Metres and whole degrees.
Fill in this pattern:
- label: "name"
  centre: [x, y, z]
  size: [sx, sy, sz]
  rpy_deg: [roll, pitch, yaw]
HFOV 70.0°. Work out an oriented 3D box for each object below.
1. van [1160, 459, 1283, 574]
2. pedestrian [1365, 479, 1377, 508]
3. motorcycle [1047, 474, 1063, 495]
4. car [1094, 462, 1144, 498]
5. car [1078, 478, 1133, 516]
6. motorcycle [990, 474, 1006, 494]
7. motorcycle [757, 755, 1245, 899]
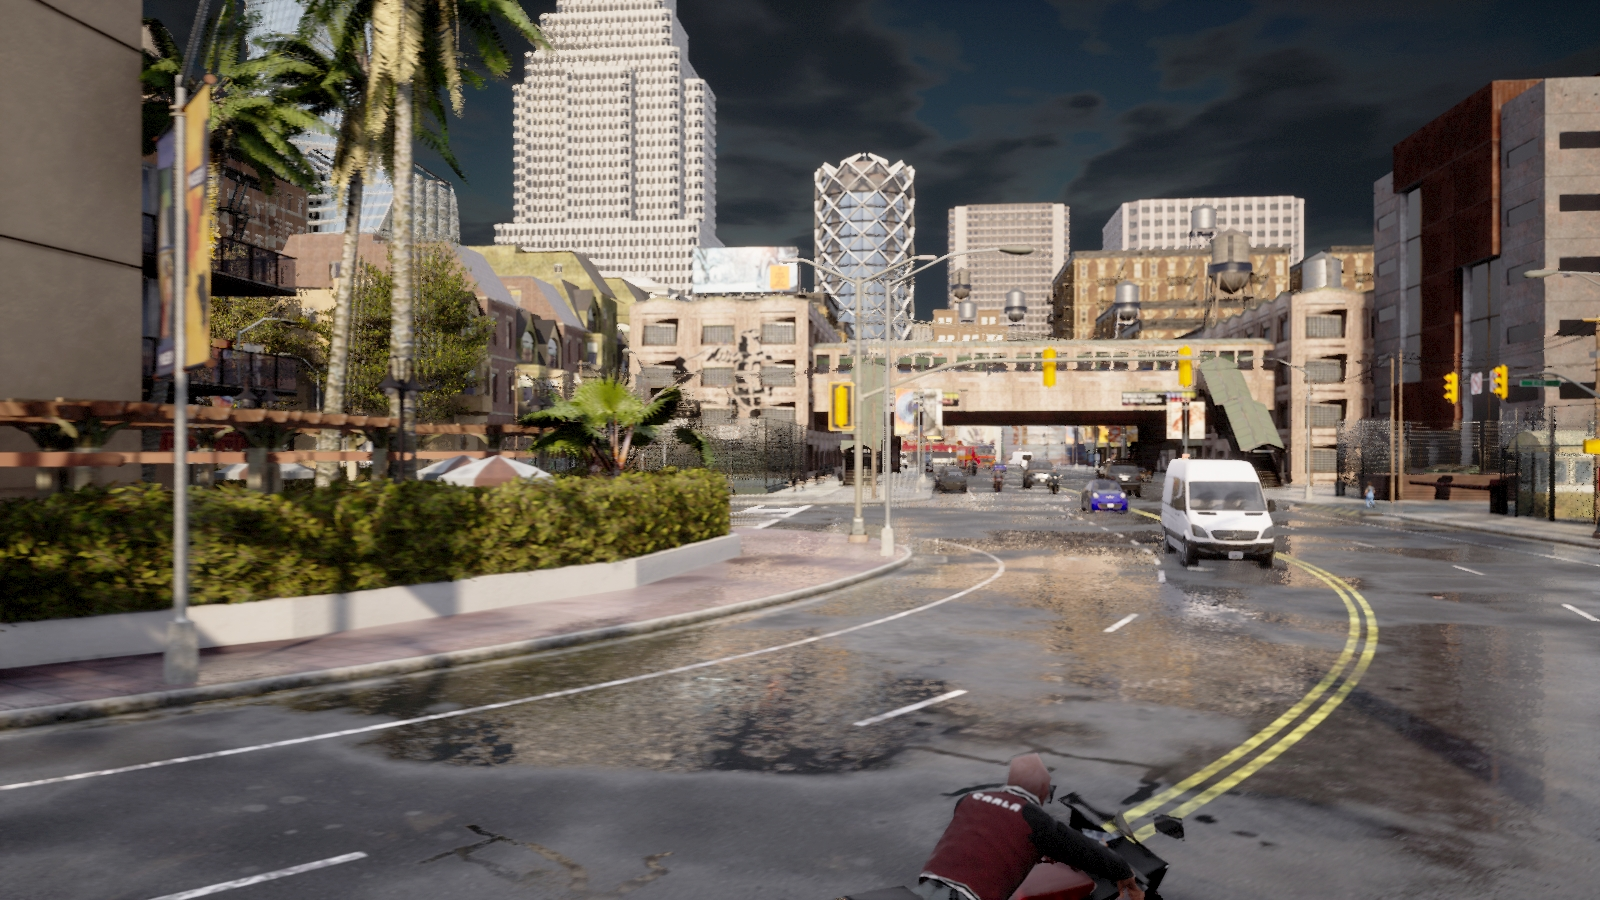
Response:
- label: "van"
  centre: [10.538, 1.537, 29.035]
  size: [1.988, 2.561, 5.915]
  rpy_deg: [0, 0, 11]
- label: "pedestrian"
  centre: [25.812, 1.981, 51.673]
  size: [0.375, 1.300, 0.375]
  rpy_deg: [0, 0, 4]
- label: "motorcycle"
  centre: [16.182, 2.191, 72.579]
  size: [0.856, 1.236, 1.805]
  rpy_deg: [0, 0, 7]
- label: "car"
  centre: [19.325, 1.788, 69.462]
  size: [2.150, 2.045, 5.566]
  rpy_deg: [0, 0, 7]
- label: "car"
  centre: [13.484, 2.044, 50.585]
  size: [1.845, 1.501, 3.633]
  rpy_deg: [0, 0, 7]
- label: "motorcycle"
  centre: [12.863, 2.215, 74.281]
  size: [0.867, 1.251, 2.209]
  rpy_deg: [0, 0, 7]
- label: "motorcycle"
  centre: [0.945, 2.206, 4.872]
  size: [2.209, 1.251, 0.867]
  rpy_deg: [0, 0, -42]
